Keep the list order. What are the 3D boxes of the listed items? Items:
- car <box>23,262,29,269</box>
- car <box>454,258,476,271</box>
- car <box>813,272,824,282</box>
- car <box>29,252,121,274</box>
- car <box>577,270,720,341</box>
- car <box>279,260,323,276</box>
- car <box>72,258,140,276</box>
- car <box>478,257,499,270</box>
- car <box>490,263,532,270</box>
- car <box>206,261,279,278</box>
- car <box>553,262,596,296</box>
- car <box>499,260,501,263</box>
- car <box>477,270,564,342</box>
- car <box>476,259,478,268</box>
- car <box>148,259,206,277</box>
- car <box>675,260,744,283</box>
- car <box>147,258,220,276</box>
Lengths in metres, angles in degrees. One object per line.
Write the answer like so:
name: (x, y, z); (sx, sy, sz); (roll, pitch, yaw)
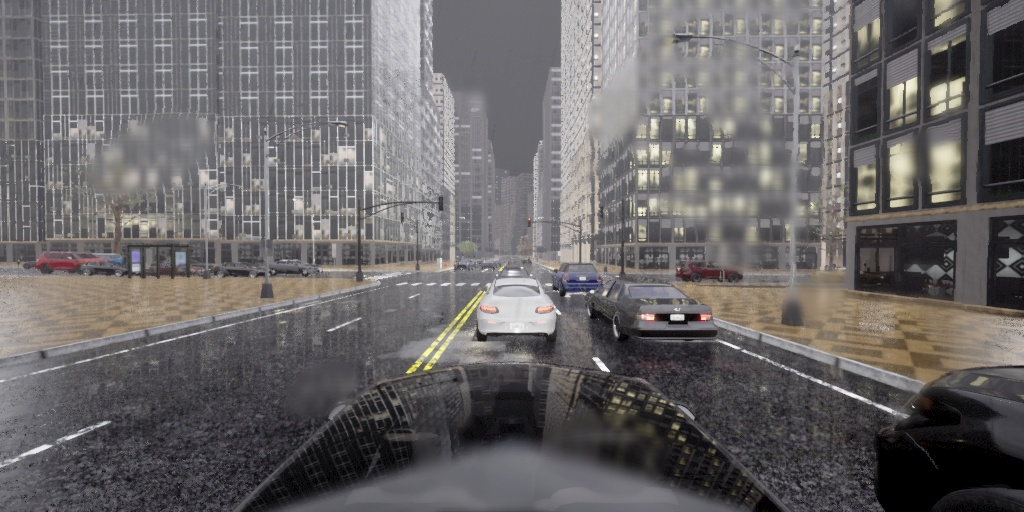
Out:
car: (-50.932, 0.793, 39.404); (4.207, 1.307, 1.802); (0, 0, 1)
car: (-6.576, 1.068, 49.264); (2.097, 1.767, 4.553); (0, 0, 1)
car: (27.669, 1.579, 29.518); (4.829, 1.417, 1.751); (0, 0, 1)
car: (-40.613, 0.622, 33.387); (5.566, 2.045, 2.150); (1, 1, 1)
car: (3.360, 1.293, 9.800); (2.033, 1.411, 5.357); (0, 0, 0)
car: (-19.997, 1.080, 32.944); (4.902, 1.511, 2.128); (1, 1, 1)
car: (-34.067, 1.069, 30.611); (4.313, 1.339, 1.948); (0, 0, 1)
car: (-3.292, 1.262, 51.245); (2.033, 1.411, 5.357); (0, 0, 0)
car: (0.116, 1.288, 18.906); (2.033, 1.411, 5.357); (0, 0, 0)
car: (-22.703, 1.174, 30.293); (4.313, 1.339, 1.948); (0, 0, 1)
car: (3.367, 1.093, 19.185); (2.097, 1.767, 4.553); (0, 0, 0)
car: (-3.268, 1.304, 61.006); (1.895, 1.301, 4.718); (0, 0, 0)
car: (0.107, 1.272, 9.662); (1.812, 1.442, 4.674); (0, 0, 0)
car: (-6.530, 1.211, 58.361); (1.837, 1.490, 4.892); (0, 0, 0)
car: (-28.387, 1.138, 30.432); (4.207, 1.307, 1.802); (0, 0, 1)
car: (16.221, 1.269, 29.727); (5.009, 1.841, 2.192); (0, 0, 1)
car: (-30.297, 0.972, 33.165); (5.008, 1.535, 1.882); (0, 1, 1)
